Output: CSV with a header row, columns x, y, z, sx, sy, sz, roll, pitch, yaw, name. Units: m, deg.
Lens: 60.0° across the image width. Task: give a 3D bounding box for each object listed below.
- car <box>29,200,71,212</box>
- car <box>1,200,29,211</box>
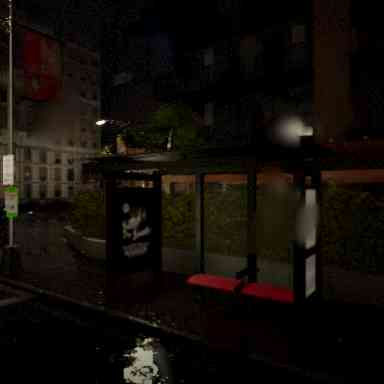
x,y,z,sx,sy,sz,roll,pitch,yaw,name
-15.773,1.562,37.918,1.994,1.385,4.181,0,0,35,car
-19.454,1.598,38.771,1.895,1.301,4.718,0,0,35,car
